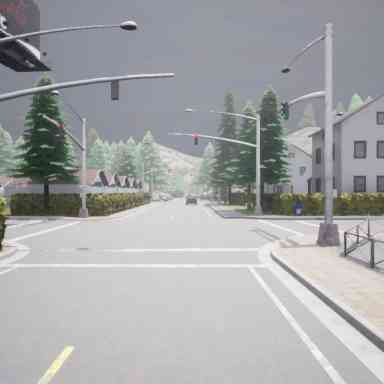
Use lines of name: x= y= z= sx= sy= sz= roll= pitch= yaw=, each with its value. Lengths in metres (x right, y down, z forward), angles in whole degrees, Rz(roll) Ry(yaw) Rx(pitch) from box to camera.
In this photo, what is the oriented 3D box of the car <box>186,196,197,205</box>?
car: x=-0.086 y=1.505 z=59.225 sx=1.837 sy=1.490 sz=4.892 roll=0 pitch=0 yaw=0
